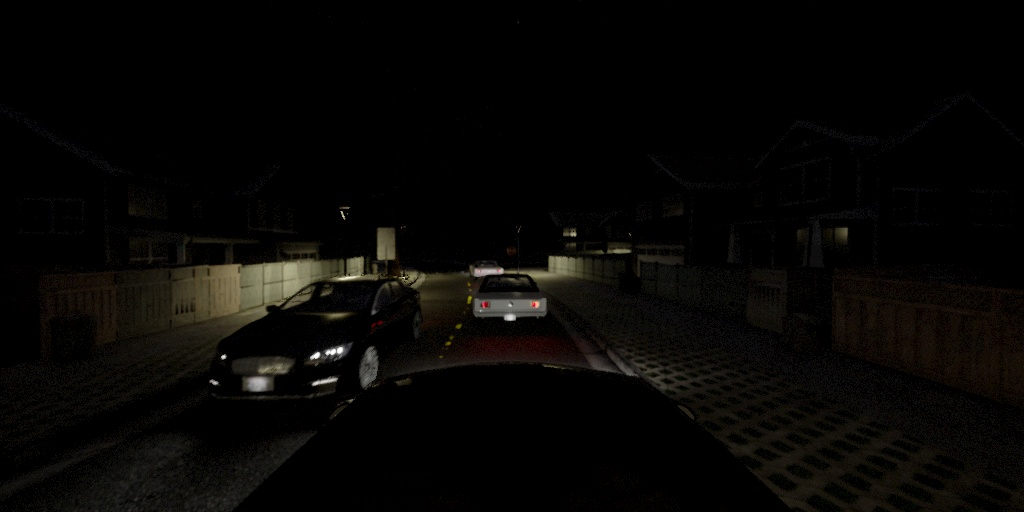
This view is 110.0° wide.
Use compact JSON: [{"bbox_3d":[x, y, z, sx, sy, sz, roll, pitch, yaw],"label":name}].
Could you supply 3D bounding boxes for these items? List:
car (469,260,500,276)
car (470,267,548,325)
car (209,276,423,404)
[{"bbox_3d":[-1.864,0.946,24.534,1.895,1.301,4.718,0,1,-11],"label":"car"},{"bbox_3d":[-0.144,1.189,11.064,1.895,1.301,4.718,0,1,-3],"label":"car"},{"bbox_3d":[-2.964,1.159,6.544,2.128,1.511,4.902,0,1,-1],"label":"car"}]
